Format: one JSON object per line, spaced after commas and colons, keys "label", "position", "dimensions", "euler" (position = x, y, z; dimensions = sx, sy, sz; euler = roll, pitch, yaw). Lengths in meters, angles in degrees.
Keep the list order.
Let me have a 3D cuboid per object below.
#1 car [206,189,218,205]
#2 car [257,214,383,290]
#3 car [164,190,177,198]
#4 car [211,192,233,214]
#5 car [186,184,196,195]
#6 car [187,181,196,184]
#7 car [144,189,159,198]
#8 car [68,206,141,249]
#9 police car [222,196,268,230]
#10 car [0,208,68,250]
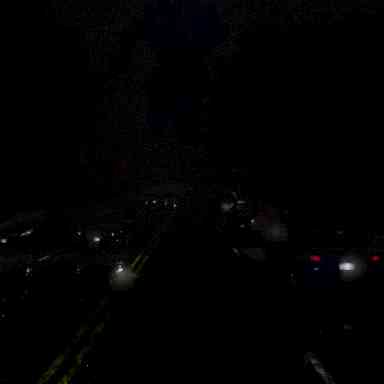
{"label": "car", "position": [3.175, 0.783, 41.906], "dimensions": [1.882, 1.535, 5.008], "euler": [0, 3, 0]}
{"label": "car", "position": [3.234, 1.514, 8.941], "dimensions": [1.994, 1.385, 4.181], "euler": [0, 0, 0]}
{"label": "car", "position": [-3.415, 0.279, 54.411], "dimensions": [1.895, 1.301, 4.718], "euler": [0, 3, 0]}
{"label": "car", "position": [3.195, 1.114, 30.922], "dimensions": [2.033, 1.649, 4.856], "euler": [0, 2, 0]}
{"label": "car", "position": [-0.113, -0.269, 63.393], "dimensions": [1.812, 1.442, 4.674], "euler": [0, 3, 0]}
{"label": "car", "position": [-0.147, -1.684, 82.672], "dimensions": [2.150, 2.045, 5.566], "euler": [0, 3, 0]}
{"label": "car", "position": [-6.662, 0.196, 55.284], "dimensions": [1.994, 1.385, 4.181], "euler": [0, 3, 0]}
{"label": "car", "position": [-3.375, 1.420, 14.228], "dimensions": [1.837, 1.490, 4.892], "euler": [0, 1, 0]}
{"label": "police car", "position": [3.214, 1.298, 20.048], "dimensions": [1.930, 1.638, 5.238], "euler": [0, 1, 0]}
{"label": "car", "position": [-6.627, 1.443, 14.048], "dimensions": [1.812, 1.442, 4.674], "euler": [0, 0, 0]}
